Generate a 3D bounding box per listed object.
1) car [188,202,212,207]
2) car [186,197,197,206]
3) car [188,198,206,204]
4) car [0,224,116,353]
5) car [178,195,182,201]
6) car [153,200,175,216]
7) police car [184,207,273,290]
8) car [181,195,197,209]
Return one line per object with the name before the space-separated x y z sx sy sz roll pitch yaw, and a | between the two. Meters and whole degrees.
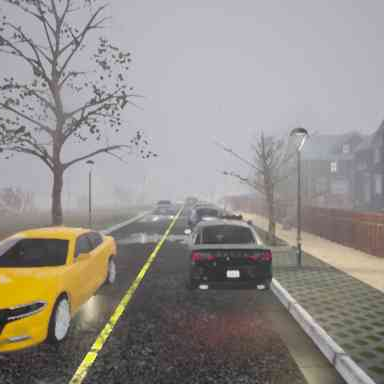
car | 0.811 1.542 19.108 1.812 1.442 4.674 0 0 0
car | -0.042 1.594 56.936 1.812 1.442 4.674 0 0 0
car | 0.806 1.478 25.298 1.801 1.575 5.366 0 0 0
car | -2.855 1.482 6.574 1.882 1.535 5.008 0 0 0
car | -2.816 1.630 88.677 2.128 1.511 4.902 0 0 0
car | -2.775 1.558 33.779 1.812 1.442 4.674 0 0 0
police car | 0.819 1.432 9.218 1.930 1.638 5.238 0 0 0
car | -0.015 1.402 45.845 2.097 1.767 4.553 0 0 0
